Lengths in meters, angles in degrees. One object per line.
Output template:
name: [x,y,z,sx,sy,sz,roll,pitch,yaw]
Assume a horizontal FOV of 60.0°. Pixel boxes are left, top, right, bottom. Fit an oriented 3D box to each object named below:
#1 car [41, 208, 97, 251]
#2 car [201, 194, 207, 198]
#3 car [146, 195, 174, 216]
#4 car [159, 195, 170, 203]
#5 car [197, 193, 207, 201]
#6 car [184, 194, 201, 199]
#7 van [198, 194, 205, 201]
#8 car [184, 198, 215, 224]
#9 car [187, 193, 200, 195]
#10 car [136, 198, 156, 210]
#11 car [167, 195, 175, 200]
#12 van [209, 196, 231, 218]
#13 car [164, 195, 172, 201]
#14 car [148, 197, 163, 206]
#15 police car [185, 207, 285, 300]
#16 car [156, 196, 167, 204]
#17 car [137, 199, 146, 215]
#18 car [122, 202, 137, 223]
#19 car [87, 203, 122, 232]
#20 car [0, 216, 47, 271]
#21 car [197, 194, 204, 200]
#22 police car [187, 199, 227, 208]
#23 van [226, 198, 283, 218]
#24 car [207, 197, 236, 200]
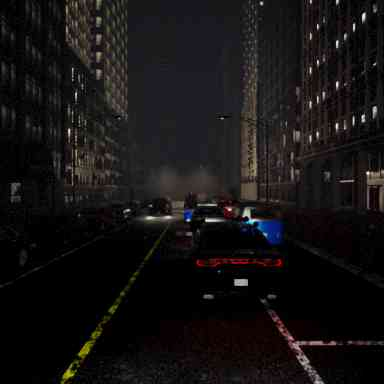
car: [-5.737,1.563,14.094,1.947,1.339,4.313,-1,0,0]
car: [2.524,1.538,53.904,2.008,1.369,4.403,-1,0,0]
car: [-3.094,1.345,32.863,2.097,1.767,4.553,0,0,0]
car: [-5.909,1.422,70.929,1.967,1.590,4.097,-1,0,0]
car: [2.436,1.293,82.323,2.192,1.841,5.009,-1,0,0]
car: [-0.121,1.467,45.610,1.882,1.535,5.008,0,0,0]
van: [2.420,1.317,88.006,1.690,1.788,3.998,-1,0,0]
car: [0.572,1.472,24.558,1.882,1.535,5.008,0,0,6]
car: [-0.175,1.207,59.499,2.150,2.045,5.566,0,0,0]
car: [-5.823,1.541,42.512,2.008,1.369,4.403,-1,0,0]
car: [-5.976,1.540,93.665,1.947,1.339,4.313,-1,0,0]
van: [2.590,1.334,31.170,1.690,1.788,3.998,-1,0,0]
car: [-5.941,1.504,82.127,1.752,1.417,4.829,-1,0,0]
car: [-5.856,1.538,53.879,2.008,1.369,4.403,-1,0,0]
police car: [0.877,1.423,8.569,1.930,1.638,5.238,0,0,0]
car: [-5.890,1.566,65.246,1.802,1.307,4.206,-1,0,0]
car: [-5.788,1.575,31.145,1.802,1.307,4.206,-1,0,0]
car: [-5.772,1.545,25.461,2.008,1.369,4.403,-1,0,0]
car: [-5.754,1.540,19.777,1.887,1.381,4.507,-1,0,0]
car: [-5.720,1.549,8.410,2.008,1.369,4.403,-1,0,0]
car: [2.404,1.414,93.690,1.967,1.590,4.097,-1,0,0]
police car: [0.847,1.421,18.570,1.930,1.638,5.238,0,0,0]
van: [2.641,1.338,14.119,1.690,1.788,3.998,-1,0,0]
car: [2.607,1.309,25.486,2.192,1.841,5.009,-1,0,0]
